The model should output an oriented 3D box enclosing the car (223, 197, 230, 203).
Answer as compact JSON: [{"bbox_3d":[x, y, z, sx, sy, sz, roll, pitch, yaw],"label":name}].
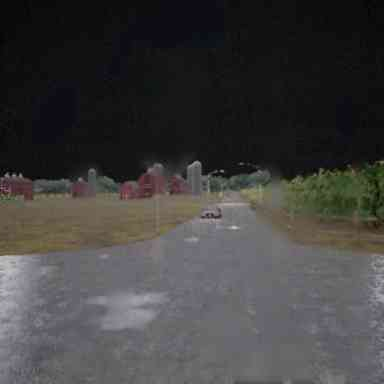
[{"bbox_3d":[8.795,2.037,84.818,1.837,1.490,4.892,-1,0,7],"label":"car"}]

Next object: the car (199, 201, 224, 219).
[{"bbox_3d":[1.864,1.926,31.931,1.994,1.385,4.181,-1,0,7],"label":"car"}]
